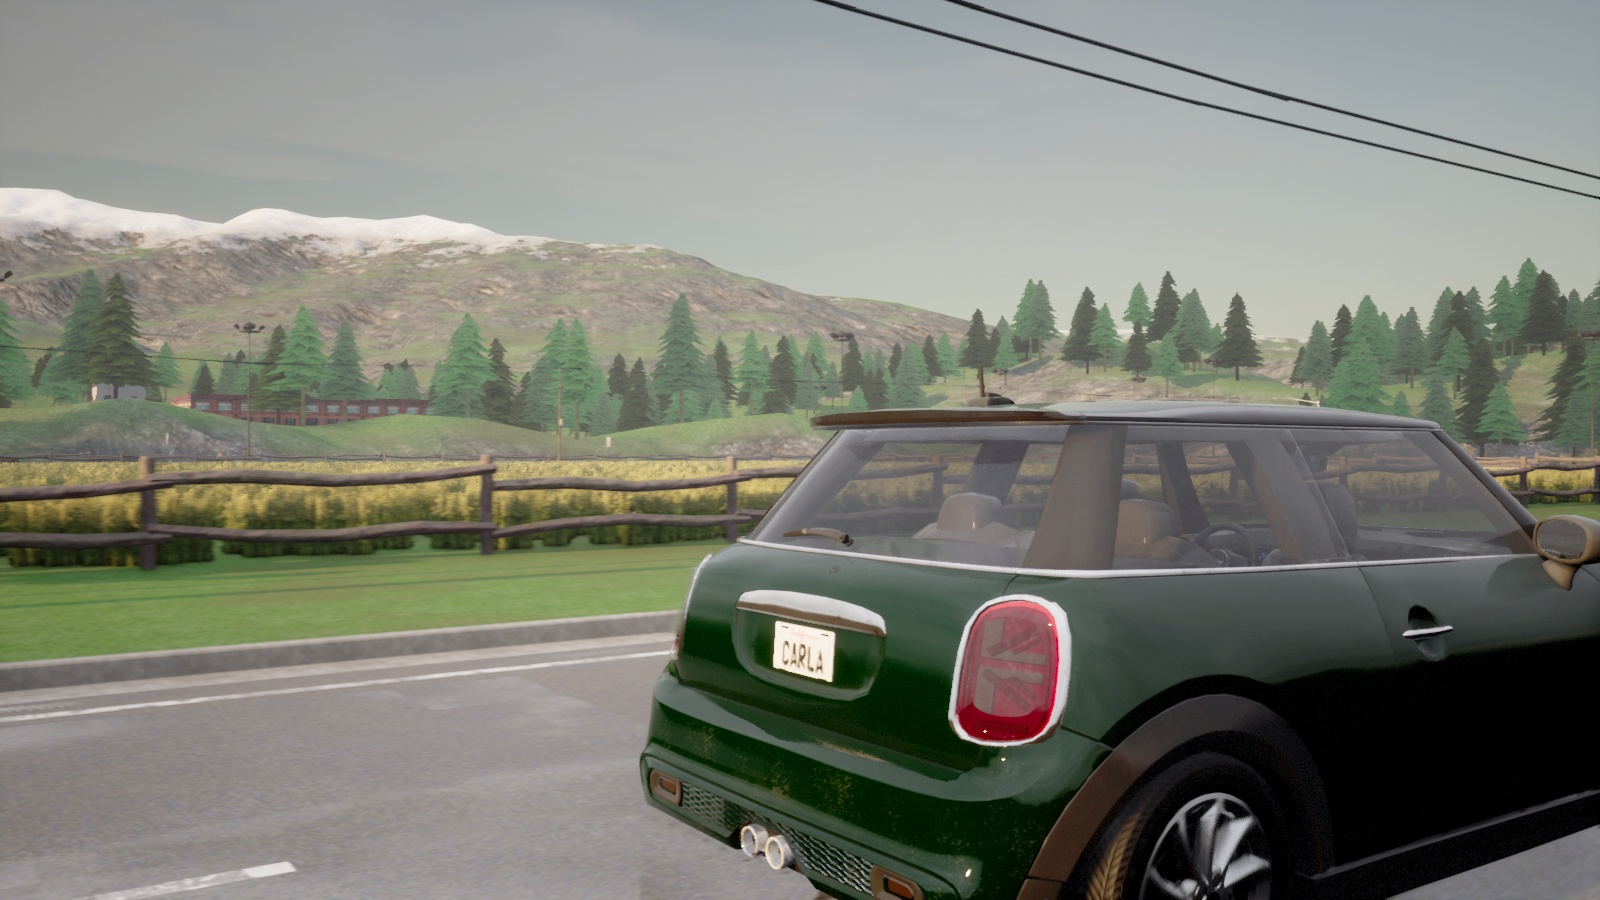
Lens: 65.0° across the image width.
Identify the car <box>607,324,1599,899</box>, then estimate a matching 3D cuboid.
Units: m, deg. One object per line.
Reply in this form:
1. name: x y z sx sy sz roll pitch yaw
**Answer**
1. car: 1.783 0.612 4.900 4.553 1.767 2.097 0 0 -35
